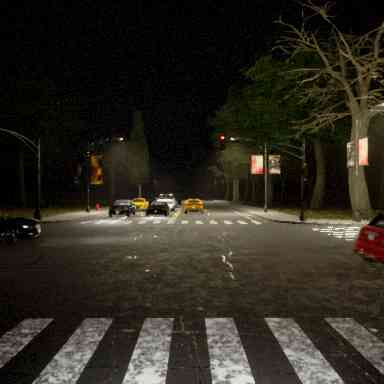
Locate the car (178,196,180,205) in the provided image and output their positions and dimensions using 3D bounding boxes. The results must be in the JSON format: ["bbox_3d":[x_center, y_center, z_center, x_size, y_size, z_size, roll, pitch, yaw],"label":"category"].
[{"bbox_3d":[-3.243,1.703,51.857,1.895,1.301,4.718,0,0,0],"label":"car"}]

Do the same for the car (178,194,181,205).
[{"bbox_3d":[-3.176,1.405,62.470,2.150,2.045,5.566,0,0,1],"label":"car"}]

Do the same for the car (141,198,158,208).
[{"bbox_3d":[-6.498,1.661,51.157,1.994,1.385,4.181,0,0,-1],"label":"car"}]

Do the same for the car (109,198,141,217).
[{"bbox_3d":[-6.532,1.510,31.612,2.128,1.511,4.902,0,0,0],"label":"car"}]

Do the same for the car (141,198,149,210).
[{"bbox_3d":[-6.512,1.520,41.111,1.882,1.535,5.008,0,0,0],"label":"car"}]

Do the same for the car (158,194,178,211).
[{"bbox_3d":[-3.262,1.267,41.606,2.150,2.045,5.566,0,0,0],"label":"car"}]

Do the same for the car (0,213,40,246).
[{"bbox_3d":[-9.178,1.459,14.216,4.902,1.511,2.128,0,0,-14],"label":"car"}]

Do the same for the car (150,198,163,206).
[{"bbox_3d":[-6.440,1.774,61.215,1.895,1.301,4.718,0,0,0],"label":"car"}]

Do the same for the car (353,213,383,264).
[{"bbox_3d":[7.374,1.380,9.777,4.553,1.767,2.097,1,0,0],"label":"car"}]

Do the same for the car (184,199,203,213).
[{"bbox_3d":[0.189,1.506,36.790,1.882,1.535,5.008,0,0,0],"label":"car"}]

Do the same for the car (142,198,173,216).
[{"bbox_3d":[-3.272,1.583,32.249,1.994,1.385,4.181,0,0,1],"label":"car"}]
